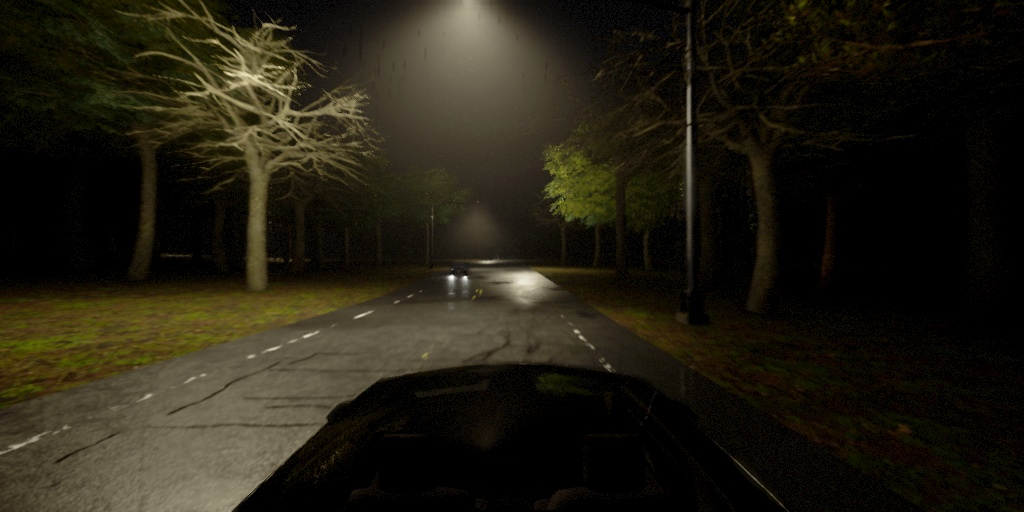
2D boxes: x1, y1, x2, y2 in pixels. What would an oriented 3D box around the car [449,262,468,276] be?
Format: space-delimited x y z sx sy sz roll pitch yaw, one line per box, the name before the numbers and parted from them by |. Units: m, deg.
car | -5.946 1.426 40.762 1.812 1.442 4.674 0 0 -6
